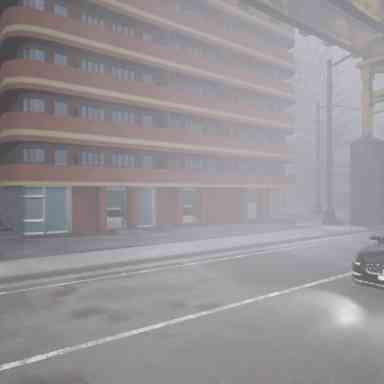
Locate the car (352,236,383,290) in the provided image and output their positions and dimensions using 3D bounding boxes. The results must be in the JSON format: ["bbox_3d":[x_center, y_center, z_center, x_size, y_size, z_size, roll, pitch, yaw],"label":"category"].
[{"bbox_3d":[5.869,1.495,8.209,4.892,1.490,1.837,0,0,-36],"label":"car"}]
